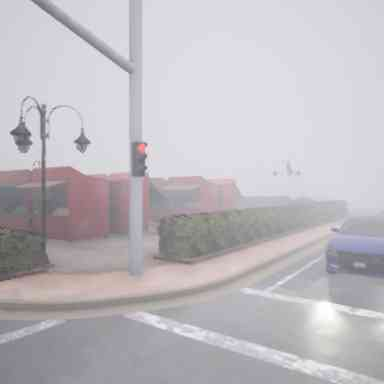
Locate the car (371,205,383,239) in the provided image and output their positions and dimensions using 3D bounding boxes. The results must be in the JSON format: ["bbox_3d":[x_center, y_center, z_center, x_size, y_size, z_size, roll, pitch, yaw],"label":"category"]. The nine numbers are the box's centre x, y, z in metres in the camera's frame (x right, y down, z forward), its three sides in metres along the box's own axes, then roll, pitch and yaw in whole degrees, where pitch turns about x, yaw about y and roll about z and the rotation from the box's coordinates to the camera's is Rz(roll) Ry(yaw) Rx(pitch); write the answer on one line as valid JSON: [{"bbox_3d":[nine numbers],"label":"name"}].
[{"bbox_3d":[10.762,1.509,17.519,1.812,1.442,4.674,0,0,35],"label":"car"}]

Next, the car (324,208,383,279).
[{"bbox_3d":[5.383,1.453,9.885,1.882,1.535,5.008,0,0,35],"label":"car"}]

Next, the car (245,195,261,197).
[{"bbox_3d":[9.213,1.261,53.081,4.605,1.855,1.932,0,0,35],"label":"car"}]
